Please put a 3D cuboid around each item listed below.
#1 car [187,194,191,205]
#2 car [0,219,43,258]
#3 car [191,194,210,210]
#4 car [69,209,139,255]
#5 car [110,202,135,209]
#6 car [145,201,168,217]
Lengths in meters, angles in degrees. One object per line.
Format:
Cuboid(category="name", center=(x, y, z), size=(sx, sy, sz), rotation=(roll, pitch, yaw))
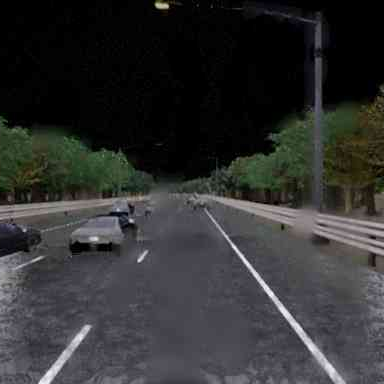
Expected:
Cuboid(category="car", center=(0.030, 1.681, 62.845), size=(1.812, 1.442, 4.674), rotation=(0, 0, 0))
Cuboid(category="car", center=(-6.895, 1.580, 10.825), size=(2.033, 1.411, 5.357), rotation=(0, 0, 0))
Cuboid(category="car", center=(1.245, 1.463, 44.308), size=(2.097, 1.767, 4.553), rotation=(0, 0, 0))
Cuboid(category="car", center=(-3.395, 1.603, 13.538), size=(1.994, 1.385, 4.181), rotation=(0, 0, 0))
Cuboid(category="car", center=(-6.884, 1.649, 33.089), size=(1.994, 1.385, 4.181), rotation=(0, 0, 0))
Cuboid(category="car", center=(-3.385, 1.575, 32.343), size=(2.128, 1.511, 4.902), rotation=(0, 0, 0))
